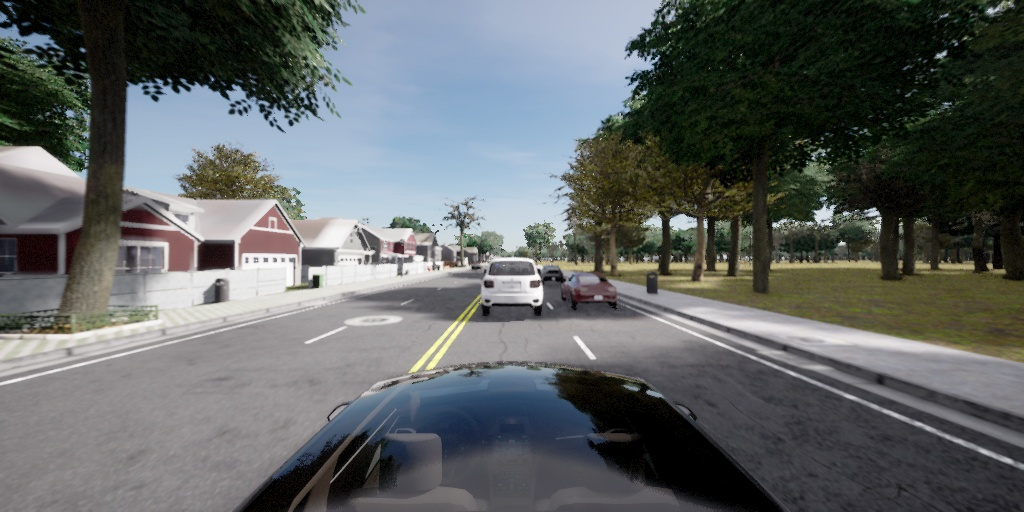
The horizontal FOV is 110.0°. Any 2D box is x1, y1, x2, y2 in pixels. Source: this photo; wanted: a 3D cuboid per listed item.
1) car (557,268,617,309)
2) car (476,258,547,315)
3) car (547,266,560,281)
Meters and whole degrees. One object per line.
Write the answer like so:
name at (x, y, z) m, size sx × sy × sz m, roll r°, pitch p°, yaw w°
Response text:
car at (3.274, 1.415, 15.760) m, size 1.812 × 1.442 × 4.674 m, roll 0°, pitch 0°, yaw 1°
car at (0.007, 1.101, 14.419) m, size 2.150 × 2.045 × 5.566 m, roll 0°, pitch 0°, yaw 0°
car at (3.267, 1.547, 30.374) m, size 1.837 × 1.490 × 4.892 m, roll 0°, pitch 0°, yaw 1°
